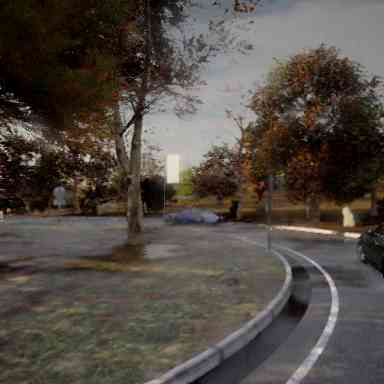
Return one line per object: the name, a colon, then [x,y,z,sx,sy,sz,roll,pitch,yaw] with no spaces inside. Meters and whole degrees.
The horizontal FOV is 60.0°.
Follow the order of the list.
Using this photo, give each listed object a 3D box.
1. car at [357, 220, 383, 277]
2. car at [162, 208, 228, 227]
car: [6.326,1.504,9.639,2.097,1.767,4.553,-1,-1,16]
car: [0.159,1.934,26.228,5.357,1.411,2.033,0,-1,34]
